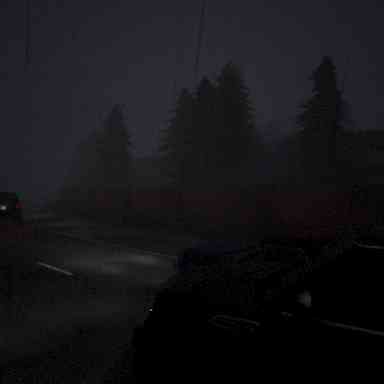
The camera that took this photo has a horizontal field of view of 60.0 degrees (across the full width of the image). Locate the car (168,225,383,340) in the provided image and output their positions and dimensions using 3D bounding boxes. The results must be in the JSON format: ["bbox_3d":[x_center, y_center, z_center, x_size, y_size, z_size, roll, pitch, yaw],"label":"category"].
[{"bbox_3d":[1.887,1.597,7.112,4.718,1.301,1.895,1,0,38],"label":"car"}]

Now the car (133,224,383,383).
[{"bbox_3d":[2.050,1.238,2.612,5.566,2.045,2.150,1,0,36],"label":"car"}]

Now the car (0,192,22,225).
[{"bbox_3d":[-12.555,0.995,21.357,2.150,2.045,5.566,0,0,-39],"label":"car"}]
